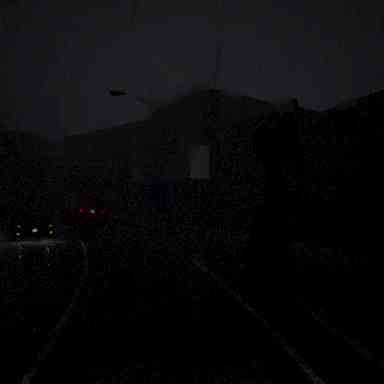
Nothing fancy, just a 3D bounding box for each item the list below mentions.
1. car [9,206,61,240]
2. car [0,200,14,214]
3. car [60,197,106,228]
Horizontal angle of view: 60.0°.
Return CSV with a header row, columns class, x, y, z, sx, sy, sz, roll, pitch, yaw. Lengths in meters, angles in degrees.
class,x,y,z,sx,sy,sz,roll,pitch,yaw
car,-8.448,1.658,17.661,1.994,1.385,4.181,1,-1,-29
car,-21.826,1.636,36.912,5.008,1.535,1.882,0,-1,32
car,-8.020,1.377,24.052,2.150,2.045,5.566,1,-1,-34
